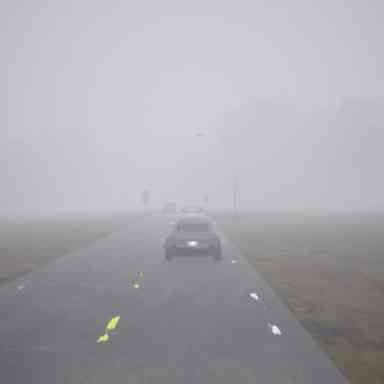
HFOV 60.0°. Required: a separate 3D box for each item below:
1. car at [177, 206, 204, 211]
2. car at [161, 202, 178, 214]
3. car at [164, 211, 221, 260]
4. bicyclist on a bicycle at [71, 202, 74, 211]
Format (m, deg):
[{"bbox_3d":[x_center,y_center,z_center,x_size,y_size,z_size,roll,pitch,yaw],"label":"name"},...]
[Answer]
[{"bbox_3d":[0.036,1.869,26.998,1.895,1.301,4.718,0,-1,1],"label":"car"},{"bbox_3d":[-2.799,2.026,42.429,1.837,1.490,4.892,0,-1,1],"label":"car"},{"bbox_3d":[0.045,1.662,12.850,1.994,1.385,4.181,0,0,1],"label":"car"},{"bbox_3d":[-22.620,2.731,62.973,0.582,1.620,1.656,-1,-1,0],"label":"bicyclist on a bicycle"}]
